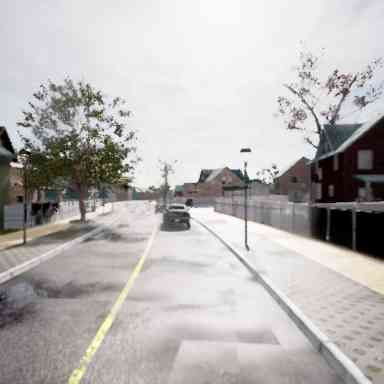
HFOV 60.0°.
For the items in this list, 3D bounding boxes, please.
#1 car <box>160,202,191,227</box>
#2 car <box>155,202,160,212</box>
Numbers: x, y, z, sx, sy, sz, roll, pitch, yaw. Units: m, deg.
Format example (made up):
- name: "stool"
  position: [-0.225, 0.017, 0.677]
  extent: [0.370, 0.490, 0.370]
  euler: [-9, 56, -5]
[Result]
- name: "car"
  position: [-1.167, 1.611, 23.599]
  extent: [1.837, 1.490, 4.892]
  euler: [0, -1, -5]
- name: "car"
  position: [-3.760, 1.916, 42.868]
  extent: [1.895, 1.301, 4.718]
  euler: [0, -1, -10]
